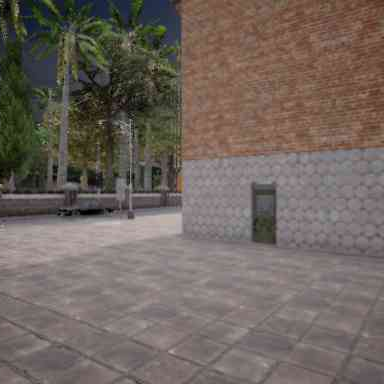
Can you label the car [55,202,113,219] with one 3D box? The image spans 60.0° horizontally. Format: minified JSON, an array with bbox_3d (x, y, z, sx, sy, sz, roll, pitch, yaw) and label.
[{"bbox_3d":[-9.103,1.511,28.362,1.895,1.301,4.718,0,0,35],"label":"car"}]
